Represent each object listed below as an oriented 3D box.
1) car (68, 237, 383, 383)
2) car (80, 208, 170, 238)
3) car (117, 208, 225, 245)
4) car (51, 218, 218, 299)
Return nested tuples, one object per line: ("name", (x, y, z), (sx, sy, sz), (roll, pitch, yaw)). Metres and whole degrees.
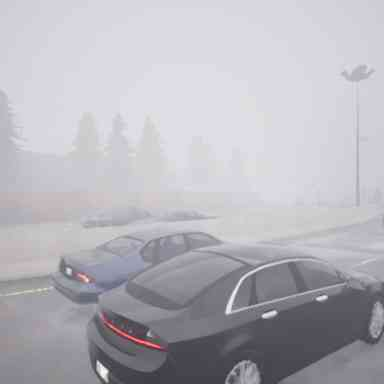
("car", (1.038, 1.522, 4.769), (4.892, 1.490, 1.837), (0, 0, -37))
("car", (-3.750, 1.680, 19.121), (4.718, 1.301, 1.895), (0, 0, -41))
("car", (-0.912, 1.613, 16.928), (5.357, 1.411, 2.033), (0, 0, -42))
("car", (-0.414, 1.579, 7.981), (5.357, 1.411, 2.033), (0, 0, -39))
